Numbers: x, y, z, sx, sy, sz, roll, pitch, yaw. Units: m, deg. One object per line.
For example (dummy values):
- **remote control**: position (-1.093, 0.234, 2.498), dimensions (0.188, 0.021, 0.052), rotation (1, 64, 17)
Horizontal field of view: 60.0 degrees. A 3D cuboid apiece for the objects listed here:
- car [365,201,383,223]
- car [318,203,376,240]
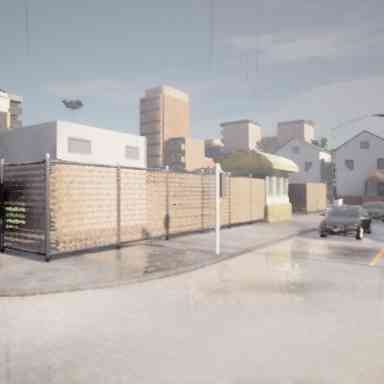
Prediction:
- **car**: position (14.054, 1.503, 25.635), dimensions (1.837, 1.490, 4.892), rotation (0, 0, 36)
- **car**: position (7.973, 1.503, 17.163), dimensions (1.837, 1.490, 4.892), rotation (0, 0, 36)
